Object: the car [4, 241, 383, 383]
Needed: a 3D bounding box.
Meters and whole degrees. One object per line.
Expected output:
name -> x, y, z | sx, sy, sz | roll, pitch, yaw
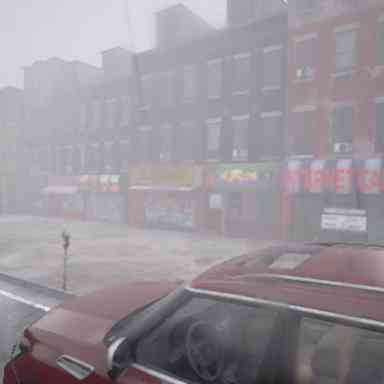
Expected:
car -> 0.791, 1.312, 2.221 | 5.009, 1.841, 2.192 | 0, 2, 36
